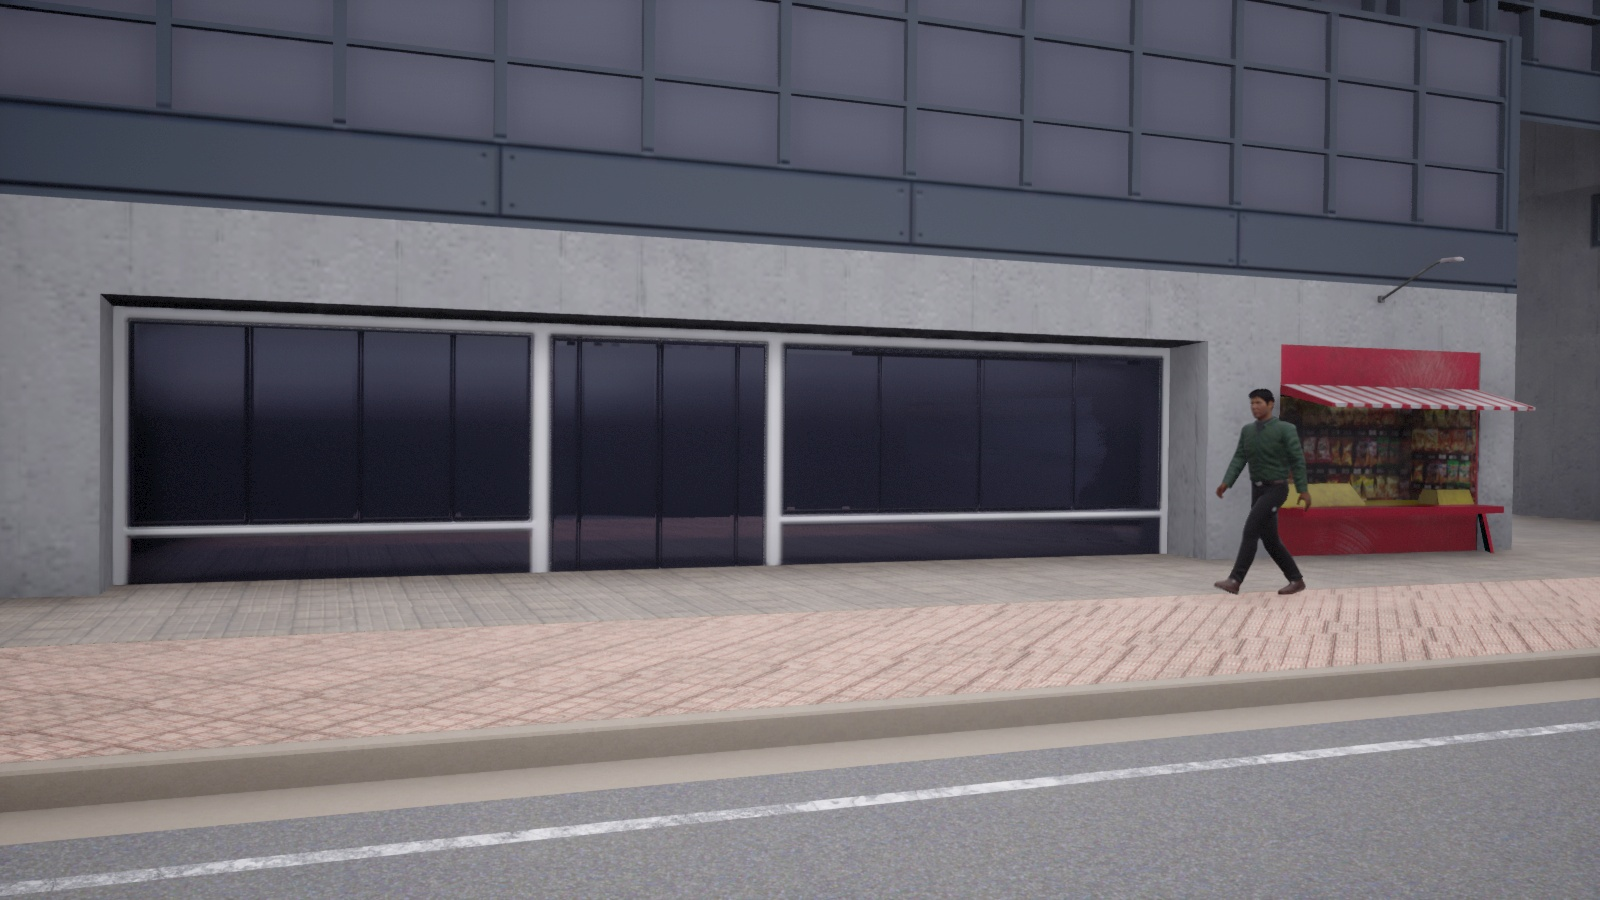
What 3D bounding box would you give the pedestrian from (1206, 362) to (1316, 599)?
[{"bbox_3d":[3.909,0.241,10.651,0.788,1.949,0.423,-1,1,-23],"label":"pedestrian"}]
